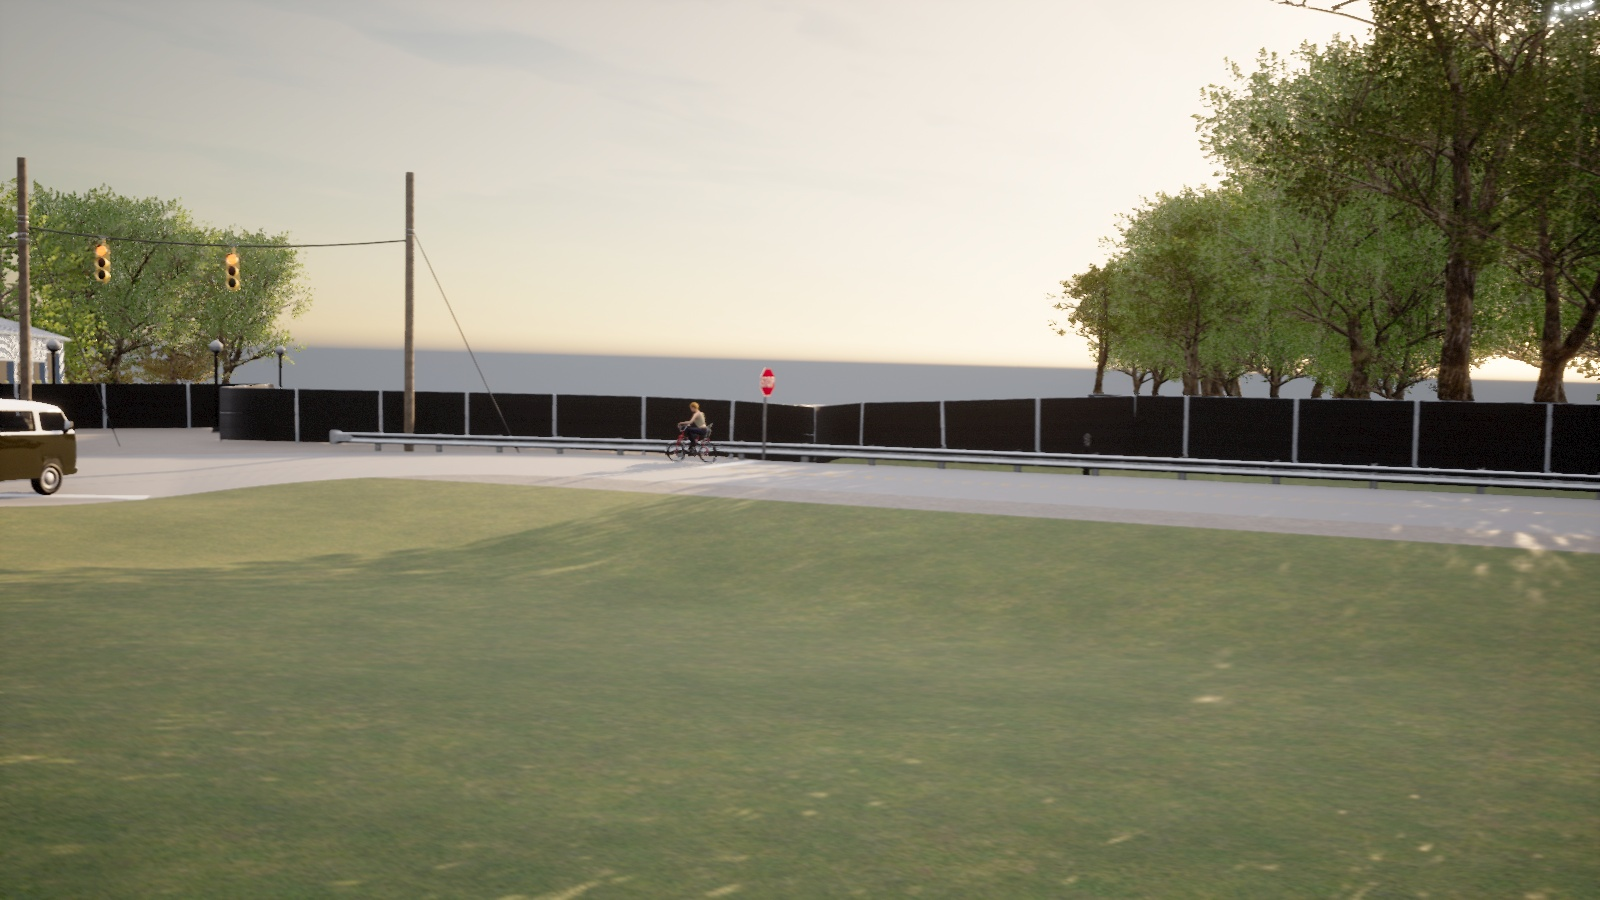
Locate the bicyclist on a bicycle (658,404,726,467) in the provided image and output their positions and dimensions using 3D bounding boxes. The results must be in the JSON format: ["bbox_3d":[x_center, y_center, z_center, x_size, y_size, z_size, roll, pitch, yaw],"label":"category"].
[{"bbox_3d":[-2.843,-0.397,33.106,1.509,1.612,0.866,1,5,23],"label":"bicyclist on a bicycle"}]

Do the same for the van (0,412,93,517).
[{"bbox_3d":[-16.600,0.258,25.221,2.069,2.038,4.480,0,2,3],"label":"van"}]
